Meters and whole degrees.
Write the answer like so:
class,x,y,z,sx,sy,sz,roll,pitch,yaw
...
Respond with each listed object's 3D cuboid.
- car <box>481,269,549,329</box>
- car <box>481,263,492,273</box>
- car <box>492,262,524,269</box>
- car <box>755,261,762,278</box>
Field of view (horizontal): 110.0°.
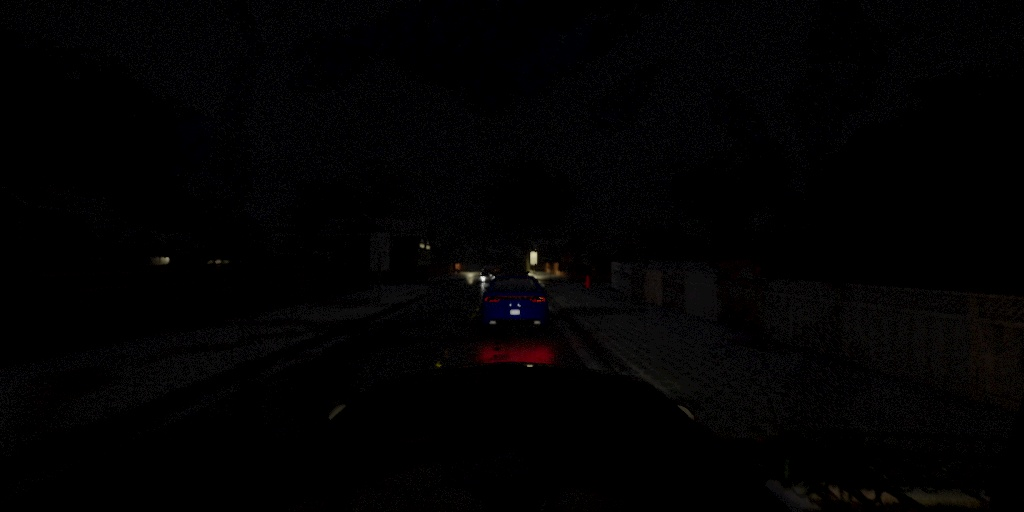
class,x,y,z,sx,sy,sz,roll,pitch,yaw
car,0.087,1.344,11.794,1.882,1.535,5.008,0,-1,0
car,-2.840,1.894,45.666,1.812,1.442,4.674,0,-1,0
car,0.038,1.357,22.324,2.097,1.767,4.553,0,-1,0
car,21.049,1.242,31.106,4.553,1.767,2.097,-1,-3,1
